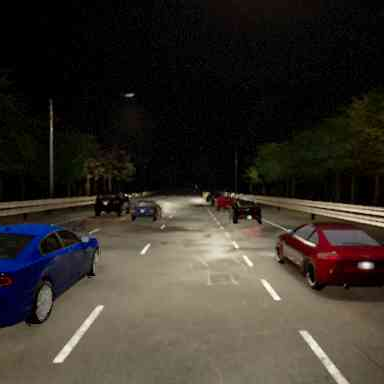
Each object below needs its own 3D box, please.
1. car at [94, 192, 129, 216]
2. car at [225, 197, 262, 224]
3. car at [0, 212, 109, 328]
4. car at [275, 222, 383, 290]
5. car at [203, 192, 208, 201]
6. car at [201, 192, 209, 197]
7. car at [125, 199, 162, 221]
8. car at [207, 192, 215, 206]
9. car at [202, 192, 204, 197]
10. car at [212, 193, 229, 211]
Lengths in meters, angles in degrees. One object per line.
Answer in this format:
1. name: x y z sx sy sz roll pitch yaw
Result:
1. car: -6.880 0.989 29.233 2.150 2.045 5.566 0 0 0
2. car: 3.604 1.321 23.166 1.837 1.490 4.892 0 0 0
3. car: -3.398 1.419 6.994 1.882 1.535 5.008 0 0 0
4. car: 3.603 1.489 8.898 1.994 1.385 4.181 0 0 0
5. car: 3.517 0.943 57.301 2.033 1.649 4.856 0 1 0
6. car: 3.527 0.659 90.326 2.163 1.488 4.792 0 1 0
7. car: -3.392 1.347 25.322 2.033 1.411 5.357 0 0 0
8. car: 3.514 1.121 46.303 1.837 1.490 4.892 0 1 0
9. car: 3.521 0.932 68.302 1.812 1.442 4.674 0 1 0
10. car: 3.510 1.194 35.304 1.882 1.535 5.008 0 0 0
